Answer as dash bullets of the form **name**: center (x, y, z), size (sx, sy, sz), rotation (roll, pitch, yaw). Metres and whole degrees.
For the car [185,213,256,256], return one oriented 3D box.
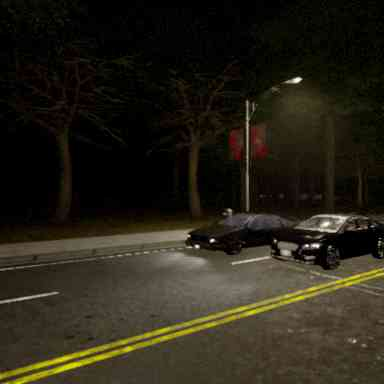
- **car**: center (2.349, 1.548, 13.342), size (5.357, 1.411, 2.033), rotation (0, 0, -35)

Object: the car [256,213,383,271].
- **car**: center (4.702, 1.493, 11.029), size (4.902, 1.511, 2.128), rotation (0, 0, -35)
